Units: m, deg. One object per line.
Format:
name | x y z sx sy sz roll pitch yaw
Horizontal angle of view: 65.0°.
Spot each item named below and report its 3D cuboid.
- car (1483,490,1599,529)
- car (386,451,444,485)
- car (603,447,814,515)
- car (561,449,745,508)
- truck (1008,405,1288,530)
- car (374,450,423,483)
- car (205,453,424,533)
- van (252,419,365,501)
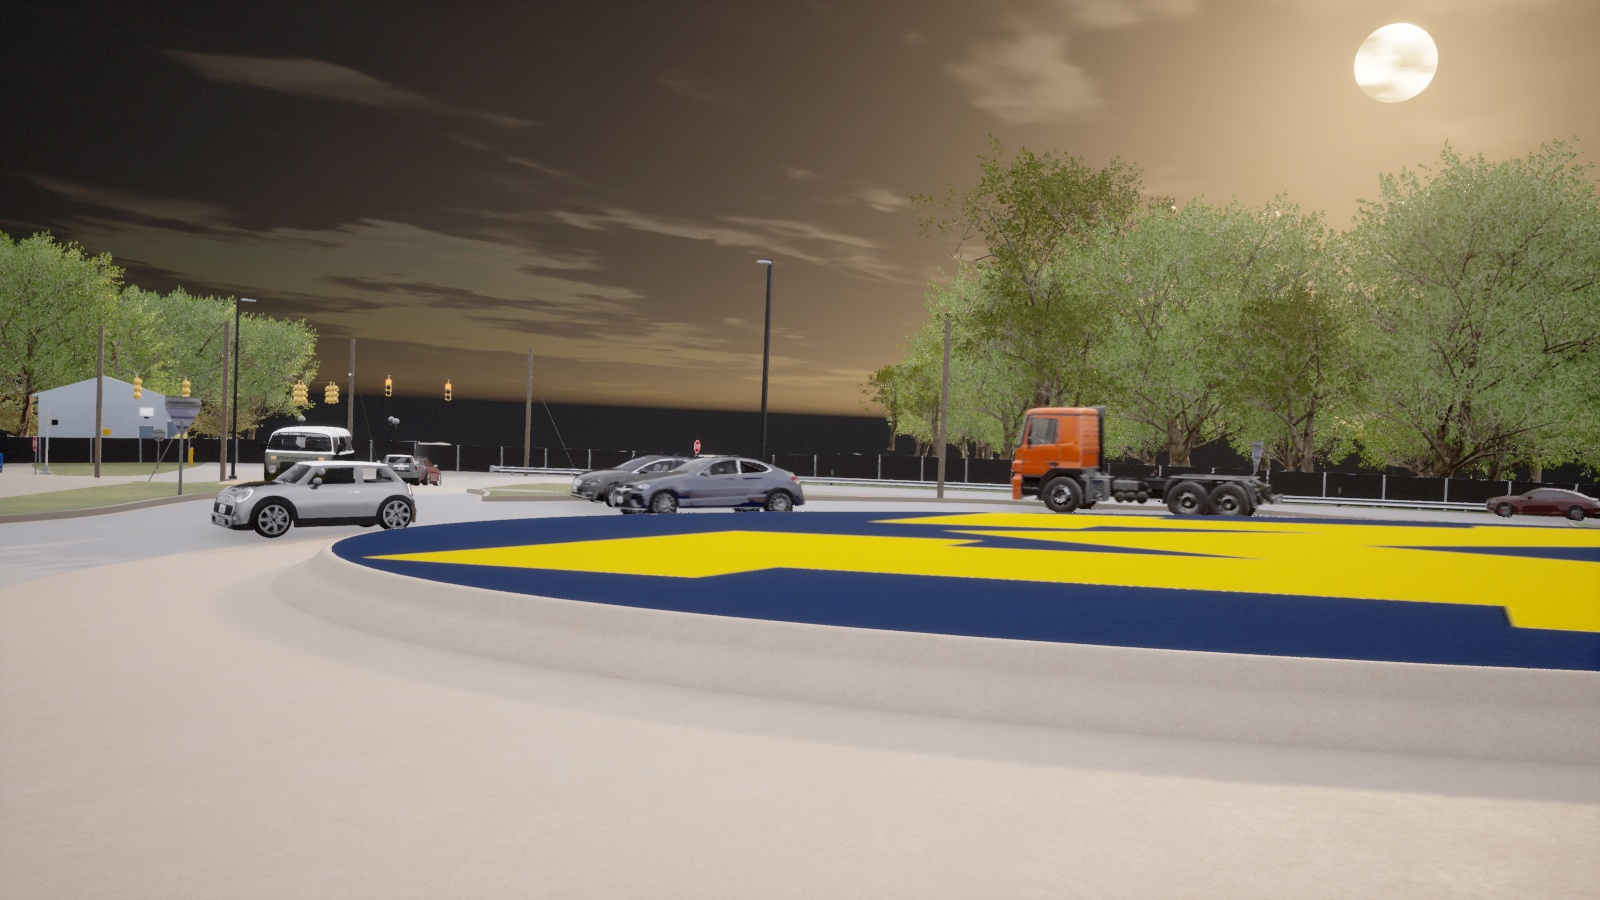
car | 34.591 2.758 58.579 4.674 1.442 1.812 3 1 27
car | -21.365 1.013 69.834 2.097 1.767 4.553 3 -1 -5
car | -2.354 0.823 32.782 5.027 1.651 2.152 2 -2 -30
car | -4.313 0.838 37.058 4.902 1.511 2.128 2 2 -29
truck | 10.889 0.428 39.512 7.936 3.462 2.891 3 2 27
car | -19.595 0.793 61.197 1.970 1.475 3.806 2 -1 -22
car | -10.113 0.857 26.276 3.806 1.475 1.970 1 2 -40
van | -13.514 0.253 34.792 2.069 2.038 4.480 3 0 -11
